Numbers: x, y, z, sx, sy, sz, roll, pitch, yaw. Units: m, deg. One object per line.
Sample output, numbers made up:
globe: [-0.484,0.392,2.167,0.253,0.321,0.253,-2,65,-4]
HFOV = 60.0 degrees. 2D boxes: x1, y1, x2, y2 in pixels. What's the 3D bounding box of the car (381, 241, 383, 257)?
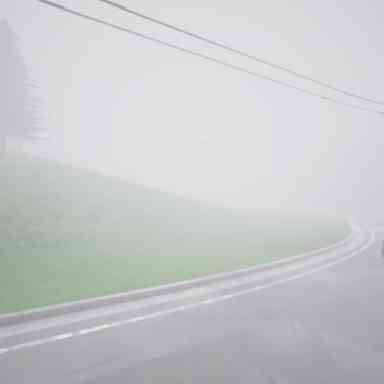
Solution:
car: [8.154,1.655,11.945,2.033,1.411,5.357,0,0,38]
